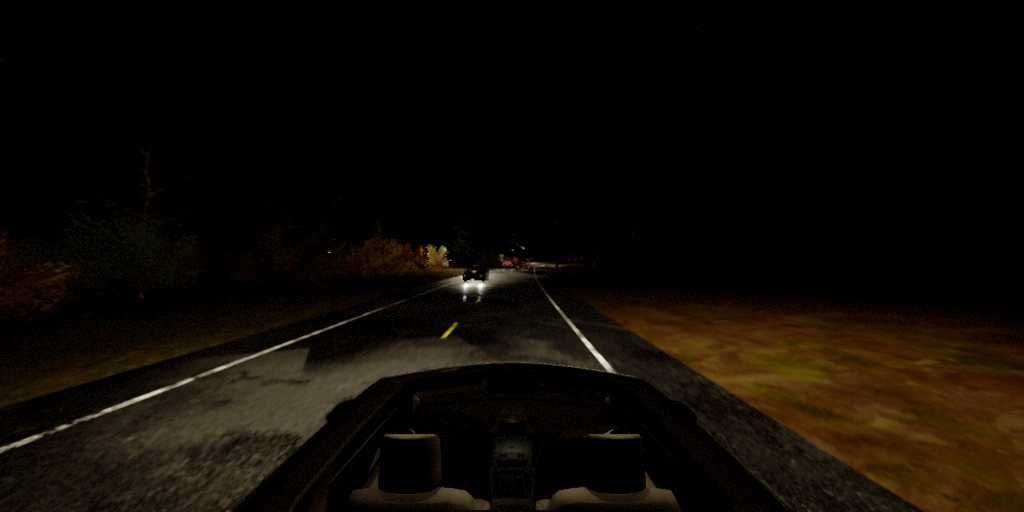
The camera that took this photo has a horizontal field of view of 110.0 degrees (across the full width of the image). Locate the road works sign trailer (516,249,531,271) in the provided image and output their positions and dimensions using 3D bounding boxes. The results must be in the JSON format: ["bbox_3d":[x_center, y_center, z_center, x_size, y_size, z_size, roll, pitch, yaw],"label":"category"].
[{"bbox_3d":[1.869,0.664,58.921,2.380,3.560,2.880,0,0,4],"label":"road works sign trailer"}]

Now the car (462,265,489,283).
[{"bbox_3d":[-3.084,1.526,31.502,2.033,1.411,5.357,0,0,2],"label":"car"}]
